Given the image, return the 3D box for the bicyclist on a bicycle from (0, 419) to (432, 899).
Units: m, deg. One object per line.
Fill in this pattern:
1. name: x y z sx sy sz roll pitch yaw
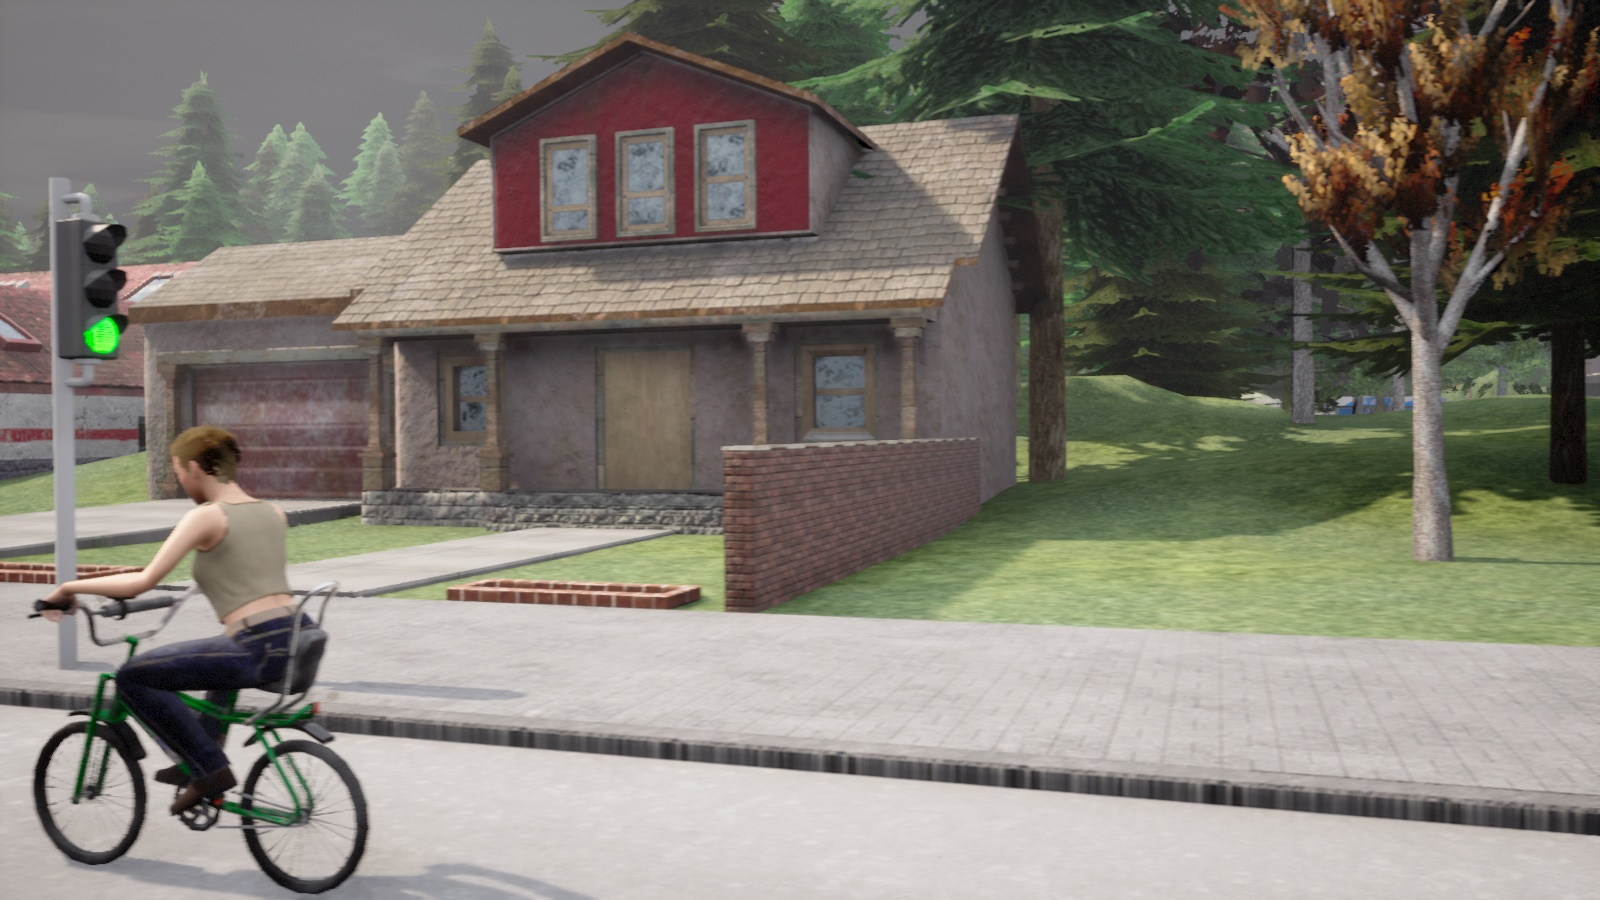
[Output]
1. bicyclist on a bicycle: -2.214 0.703 4.458 1.509 1.612 0.866 0 1 19
